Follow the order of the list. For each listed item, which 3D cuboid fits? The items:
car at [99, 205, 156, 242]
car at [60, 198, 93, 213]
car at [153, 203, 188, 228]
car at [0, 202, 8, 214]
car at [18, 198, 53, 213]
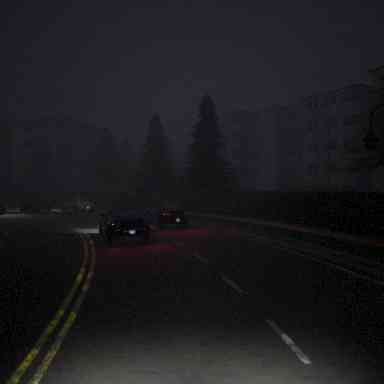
[{"bbox_3d":[-3.267,1.427,15.735,1.812,1.442,4.674,0,0,-21],"label":"car"},{"bbox_3d":[-12.058,1.328,34.852,4.674,1.442,1.812,0,0,44],"label":"car"},{"bbox_3d":[-1.796,1.384,20.903,1.812,1.442,4.674,0,0,-26],"label":"car"},{"bbox_3d":[-19.449,1.360,31.826,4.892,1.490,1.837,0,0,38],"label":"car"},{"bbox_3d":[-15.901,1.319,33.623,4.902,1.511,2.128,0,0,42],"label":"car"}]
